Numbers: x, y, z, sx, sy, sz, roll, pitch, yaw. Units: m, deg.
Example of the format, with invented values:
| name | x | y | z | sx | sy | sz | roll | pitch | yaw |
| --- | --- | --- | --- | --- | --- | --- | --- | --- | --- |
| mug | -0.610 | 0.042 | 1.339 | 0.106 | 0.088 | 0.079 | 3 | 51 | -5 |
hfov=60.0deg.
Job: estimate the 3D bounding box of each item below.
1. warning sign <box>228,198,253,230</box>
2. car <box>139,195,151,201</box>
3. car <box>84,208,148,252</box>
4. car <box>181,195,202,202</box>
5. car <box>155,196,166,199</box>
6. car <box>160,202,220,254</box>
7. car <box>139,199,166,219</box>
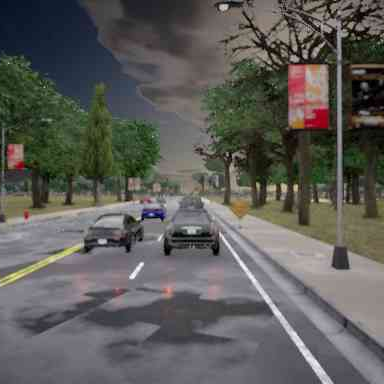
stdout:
| name | x | y | z | sx | sy | sz | roll | pitch | yaw |
| --- | --- | --- | --- | --- | --- | --- | --- | --- | --- |
| warning sign | 2.824 | 1.266 | 19.501 | 1.300 | 1.860 | 1.060 | 0 | -1 | 0 |
| car | -10.019 | 1.580 | 71.768 | 2.150 | 2.045 | 5.566 | 0 | 0 | 0 |
| car | -3.256 | 1.639 | 14.389 | 1.812 | 1.442 | 4.674 | 0 | 0 | 0 |
| car | -0.045 | 1.429 | 29.021 | 2.150 | 2.045 | 5.566 | 0 | 0 | 0 |
| car | -6.769 | 1.711 | 71.853 | 2.097 | 1.767 | 4.553 | 0 | 0 | 0 |
| car | -0.009 | 1.462 | 14.092 | 2.097 | 1.767 | 4.553 | 0 | -1 | 0 |
| car | -3.291 | 1.692 | 29.484 | 1.882 | 1.535 | 5.008 | 0 | 0 | 0 |
